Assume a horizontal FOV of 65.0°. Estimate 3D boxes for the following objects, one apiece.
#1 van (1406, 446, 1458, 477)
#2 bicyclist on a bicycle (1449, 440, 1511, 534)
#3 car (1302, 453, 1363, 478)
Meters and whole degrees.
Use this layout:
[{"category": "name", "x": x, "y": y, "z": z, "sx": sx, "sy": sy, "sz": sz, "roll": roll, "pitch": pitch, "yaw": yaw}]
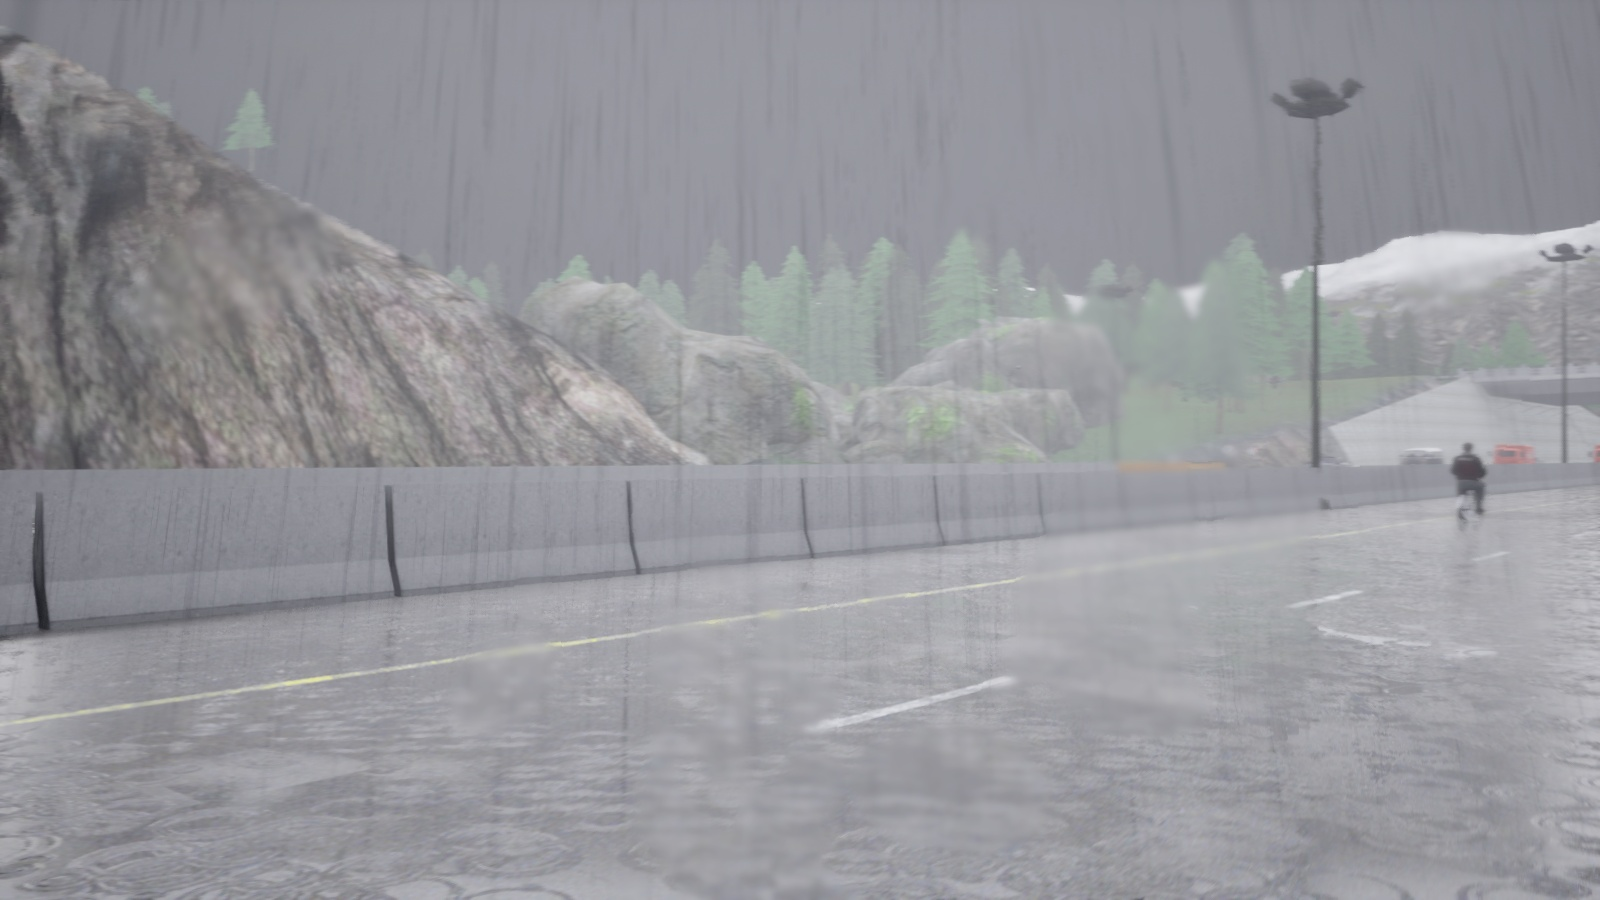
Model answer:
[{"category": "van", "x": 42.538, "y": 0.737, "z": 84.492, "sx": 2.069, "sy": 2.038, "sz": 4.480, "roll": 0, "pitch": 0, "yaw": 41}, {"category": "bicyclist on a bicycle", "x": 13.355, "y": 0.691, "z": 24.650, "sx": 0.659, "sy": 1.776, "sz": 1.843, "roll": 0, "pitch": 0, "yaw": 41}, {"category": "car", "x": 33.931, "y": 0.982, "z": 79.980, "sx": 2.128, "sy": 1.511, "sz": 4.902, "roll": 0, "pitch": 0, "yaw": 41}]
